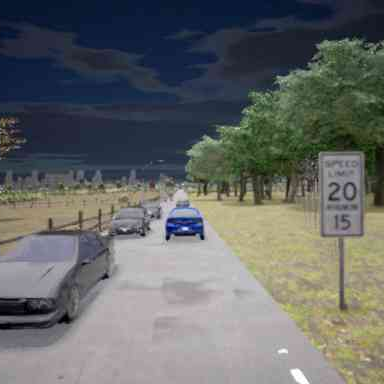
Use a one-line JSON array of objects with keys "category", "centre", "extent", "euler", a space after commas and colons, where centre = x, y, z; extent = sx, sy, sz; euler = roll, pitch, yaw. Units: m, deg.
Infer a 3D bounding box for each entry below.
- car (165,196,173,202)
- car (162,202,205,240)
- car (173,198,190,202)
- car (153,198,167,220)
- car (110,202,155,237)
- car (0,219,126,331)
[{"category": "car", "centre": [-4.794, 1.504, 69.646], "extent": [2.128, 1.511, 4.902], "euler": [0, 0, -2]}, {"category": "car", "centre": [-0.386, 1.541, 17.659], "extent": [1.882, 1.535, 5.008], "euler": [0, 0, -2]}, {"category": "car", "centre": [-1.269, 1.634, 47.132], "extent": [2.128, 1.511, 4.902], "euler": [0, 0, -2]}, {"category": "car", "centre": [-3.658, 1.623, 29.817], "extent": [2.128, 1.511, 4.902], "euler": [0, 0, -1]}, {"category": "car", "centre": [-3.362, 1.594, 18.746], "extent": [1.837, 1.490, 4.892], "euler": [0, 0, -2]}, {"category": "car", "centre": [-3.031, 1.599, 7.502], "extent": [2.033, 1.411, 5.357], "euler": [0, 0, -2]}]
